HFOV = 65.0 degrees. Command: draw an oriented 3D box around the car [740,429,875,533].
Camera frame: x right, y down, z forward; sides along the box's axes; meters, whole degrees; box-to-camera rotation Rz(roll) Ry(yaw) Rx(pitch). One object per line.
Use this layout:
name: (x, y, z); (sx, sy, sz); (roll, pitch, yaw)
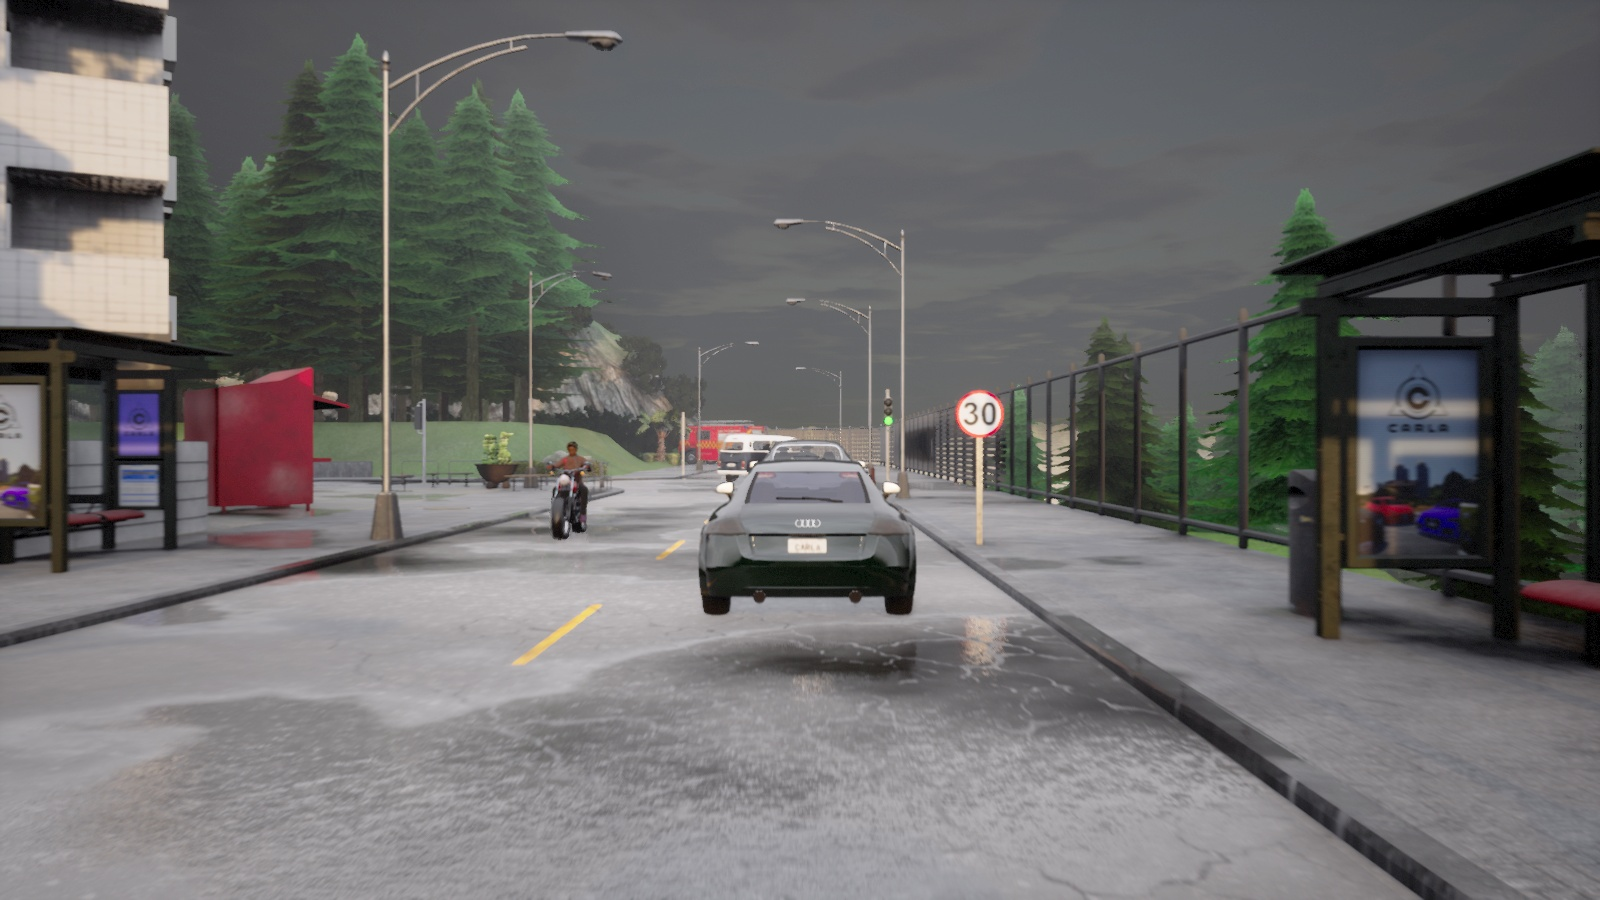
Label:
car: (0.137, 0.484, 22.522); (2.152, 1.651, 5.027); (0, 0, 0)

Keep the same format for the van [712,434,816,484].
van: (-1.498, 0.367, 54.298); (2.069, 2.038, 4.480); (1, 1, 39)

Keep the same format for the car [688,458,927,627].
car: (0.081, 0.787, 12.577); (1.994, 1.385, 4.181); (0, 0, 1)

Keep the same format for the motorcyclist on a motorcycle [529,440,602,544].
motorcyclist on a motorcycle: (-3.870, 0.655, 20.931); (0.766, 1.649, 2.350); (0, 0, 0)
